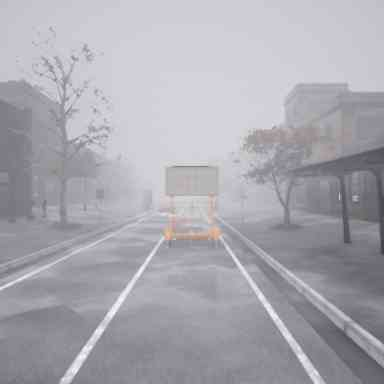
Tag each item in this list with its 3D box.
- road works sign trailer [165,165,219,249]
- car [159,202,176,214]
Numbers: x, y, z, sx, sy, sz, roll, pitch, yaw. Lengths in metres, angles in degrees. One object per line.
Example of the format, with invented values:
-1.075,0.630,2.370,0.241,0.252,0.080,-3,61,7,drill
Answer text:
0.001,0.584,15.113,2.380,3.560,2.880,0,-1,0,road works sign trailer
-3.087,2.021,42.622,1.994,1.385,4.181,0,-1,0,car
